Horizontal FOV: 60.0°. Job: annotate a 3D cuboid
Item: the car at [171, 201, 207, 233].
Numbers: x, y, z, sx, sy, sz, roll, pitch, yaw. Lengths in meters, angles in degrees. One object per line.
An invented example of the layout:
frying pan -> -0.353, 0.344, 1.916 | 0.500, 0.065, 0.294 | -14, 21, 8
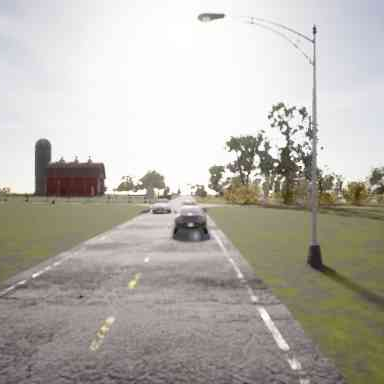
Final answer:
car -> -0.096, 1.505, 19.383 | 1.812, 1.442, 4.674 | 0, 0, -1

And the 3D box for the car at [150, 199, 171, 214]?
car -> -3.189, 1.495, 35.644 | 1.812, 1.442, 4.674 | 0, 0, 0
